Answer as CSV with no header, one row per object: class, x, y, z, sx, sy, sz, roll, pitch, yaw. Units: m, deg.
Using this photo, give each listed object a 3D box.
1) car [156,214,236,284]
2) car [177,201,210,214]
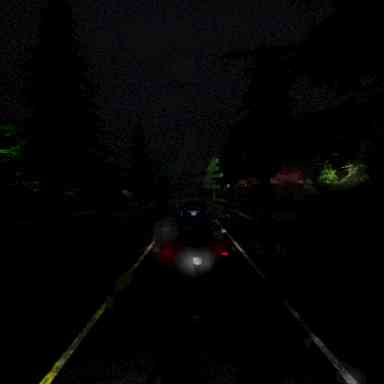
car,0.098,1.563,9.616,1.994,1.385,4.181,0,0,0
car,0.103,1.350,22.343,2.097,1.767,4.553,0,0,0
